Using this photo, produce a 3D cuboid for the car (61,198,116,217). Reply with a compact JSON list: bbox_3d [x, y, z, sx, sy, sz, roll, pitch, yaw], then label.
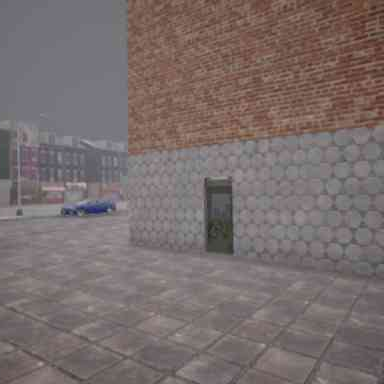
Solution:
[{"bbox_3d":[-8.834,1.282,28.659,1.882,1.535,5.008,-1,0,35],"label":"car"}]
